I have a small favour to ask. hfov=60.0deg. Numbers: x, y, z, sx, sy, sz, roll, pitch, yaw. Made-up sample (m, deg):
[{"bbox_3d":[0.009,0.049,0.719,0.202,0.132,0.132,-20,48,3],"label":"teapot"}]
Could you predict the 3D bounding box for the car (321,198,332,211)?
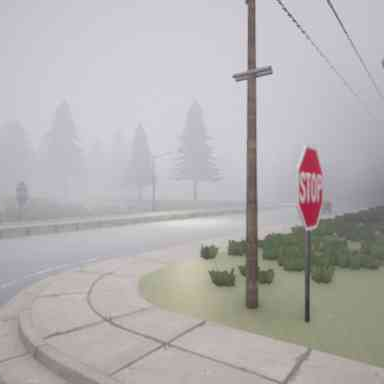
[{"bbox_3d":[14.181,1.360,37.353,2.097,1.767,4.553,0,0,37],"label":"car"}]
